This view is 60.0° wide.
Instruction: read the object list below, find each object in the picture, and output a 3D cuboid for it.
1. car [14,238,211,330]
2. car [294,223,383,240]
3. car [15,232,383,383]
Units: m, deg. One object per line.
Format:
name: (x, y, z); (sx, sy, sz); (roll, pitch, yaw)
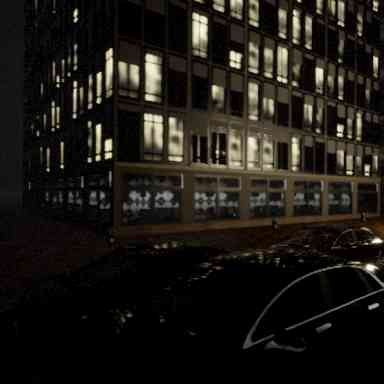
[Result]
car: (-0.742, 1.579, 6.023); (4.313, 1.339, 1.947); (0, 0, -35)
car: (3.770, 1.590, 9.236); (4.403, 1.369, 2.008); (0, 0, -35)
car: (0.808, 1.519, 3.944); (4.892, 1.490, 1.837); (0, 0, -35)
